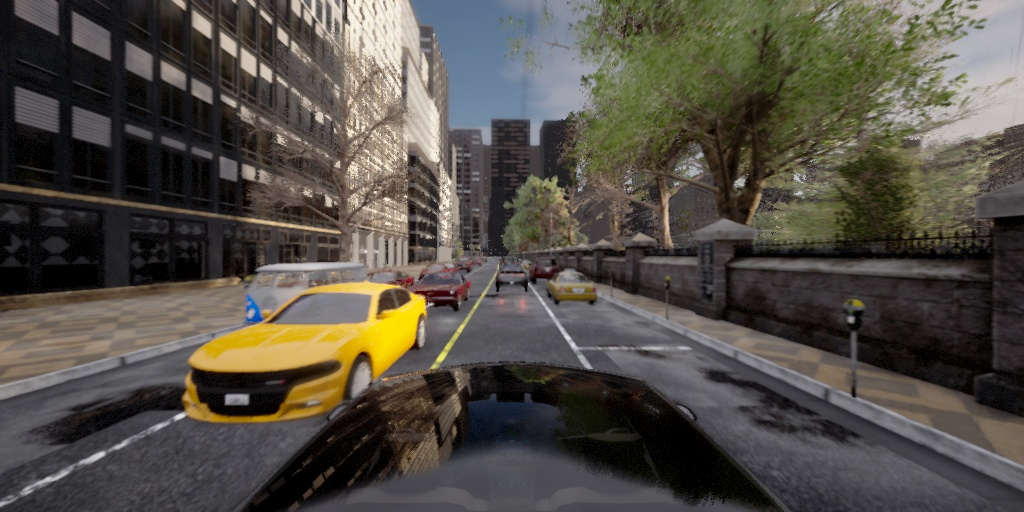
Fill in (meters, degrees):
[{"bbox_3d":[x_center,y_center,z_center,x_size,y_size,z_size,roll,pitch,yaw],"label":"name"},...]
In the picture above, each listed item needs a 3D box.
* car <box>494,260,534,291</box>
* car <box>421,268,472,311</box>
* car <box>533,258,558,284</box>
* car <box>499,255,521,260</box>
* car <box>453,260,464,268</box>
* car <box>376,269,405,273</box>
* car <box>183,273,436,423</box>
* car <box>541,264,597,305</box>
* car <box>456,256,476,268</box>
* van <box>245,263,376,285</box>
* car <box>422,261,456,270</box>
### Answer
[{"bbox_3d":[-0.026,1.221,21.624,2.128,1.511,4.902,0,0,-1],"label":"car"},{"bbox_3d":[-2.800,1.338,14.488,1.895,1.301,4.718,0,0,0],"label":"car"},{"bbox_3d":[2.386,1.035,26.835,2.192,1.841,5.009,0,0,-1],"label":"car"},{"bbox_3d":[-0.388,0.920,43.134,2.150,2.045,5.566,0,0,-1],"label":"car"},{"bbox_3d":[-5.724,1.297,32.250,1.802,1.307,4.207,0,0,-1],"label":"car"},{"bbox_3d":[-5.519,1.282,15.605,1.888,1.381,4.507,0,0,0],"label":"car"},{"bbox_3d":[-2.852,1.224,6.215,1.882,1.535,5.008,0,0,0],"label":"car"},{"bbox_3d":[2.504,1.260,15.908,1.751,1.417,4.829,0,0,-1],"label":"car"},{"bbox_3d":[-5.939,1.014,43.343,2.192,1.841,5.009,0,0,-1],"label":"car"},{"bbox_3d":[-5.484,1.084,10.058,1.690,1.789,3.998,0,0,0],"label":"van"},{"bbox_3d":[-5.638,1.268,26.700,1.888,1.381,4.507,0,0,-1],"label":"car"}]
